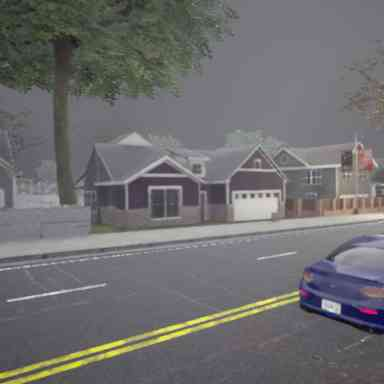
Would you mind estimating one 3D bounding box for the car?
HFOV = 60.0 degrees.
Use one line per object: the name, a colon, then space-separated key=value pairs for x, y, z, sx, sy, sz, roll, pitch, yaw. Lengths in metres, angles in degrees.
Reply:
car: x=3.923 y=1.519 z=6.238 sx=4.674 sy=1.442 sz=1.812 roll=0 pitch=0 yaw=-36
